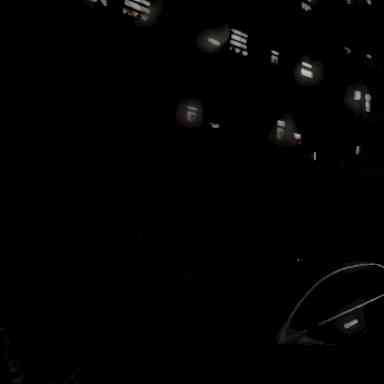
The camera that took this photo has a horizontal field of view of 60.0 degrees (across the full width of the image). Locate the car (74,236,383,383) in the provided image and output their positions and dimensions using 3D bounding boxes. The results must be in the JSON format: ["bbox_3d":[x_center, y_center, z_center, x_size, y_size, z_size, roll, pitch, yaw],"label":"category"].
[{"bbox_3d":[1.125,1.526,4.061,4.892,1.490,1.837,0,0,-36],"label":"car"}]

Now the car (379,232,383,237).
[{"bbox_3d":[9.010,1.672,12.999,4.313,1.339,1.947,1,0,-36],"label":"car"}]
